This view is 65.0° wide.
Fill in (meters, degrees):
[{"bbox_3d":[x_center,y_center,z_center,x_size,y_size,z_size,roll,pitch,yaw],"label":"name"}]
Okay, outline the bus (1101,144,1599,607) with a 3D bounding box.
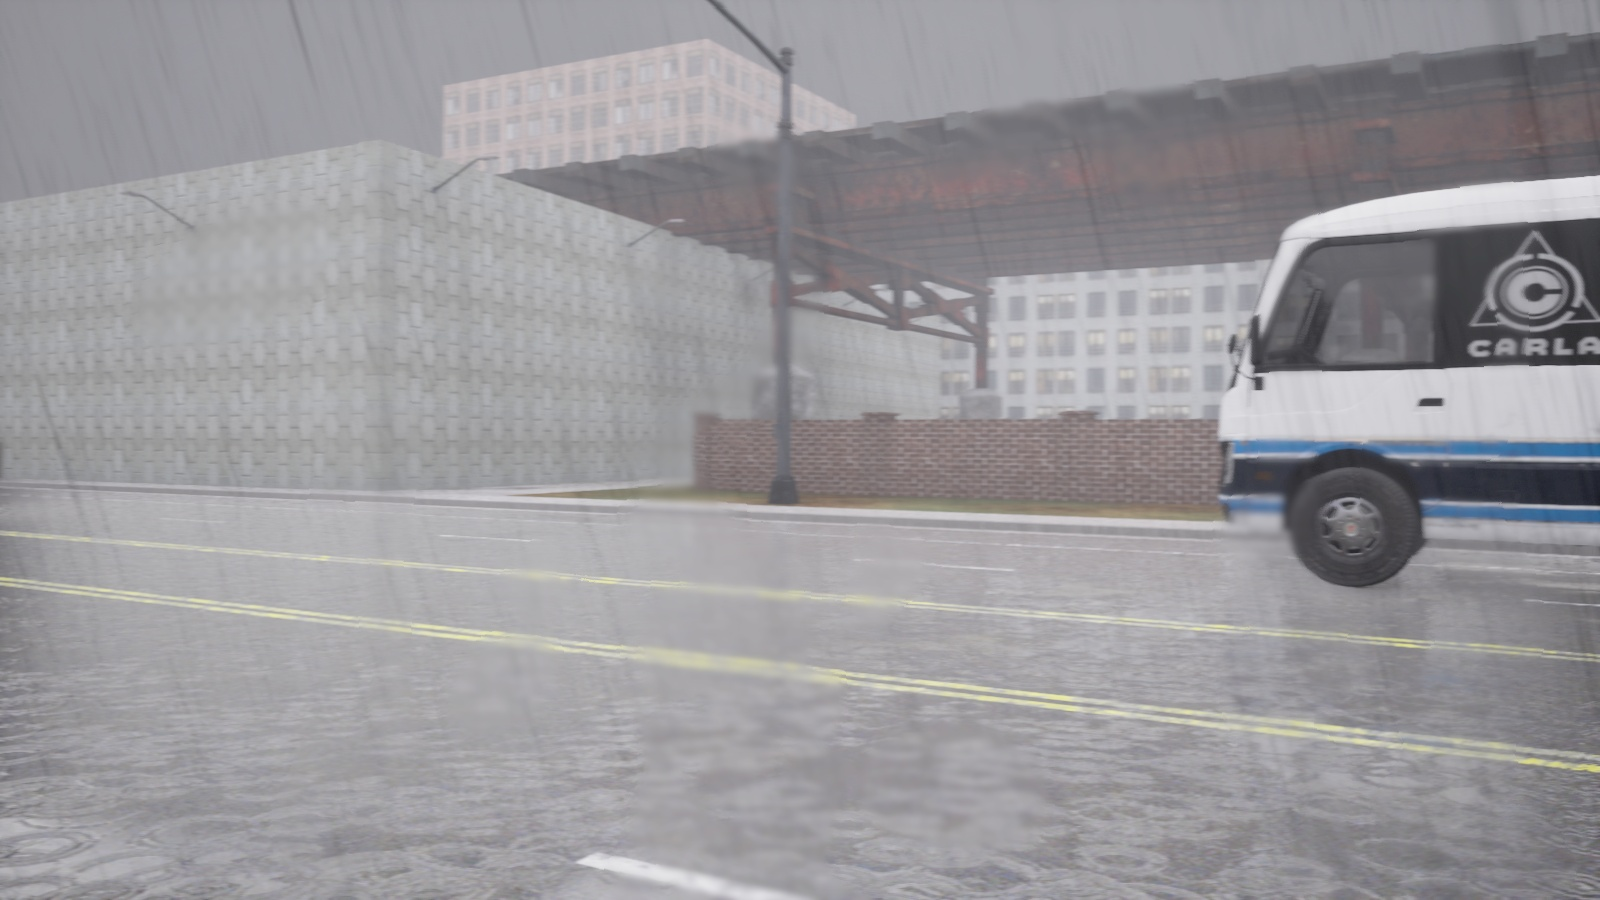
[{"bbox_3d":[8.763,-0.689,13.003,10.273,4.253,3.944,0,0,30],"label":"bus"}]
